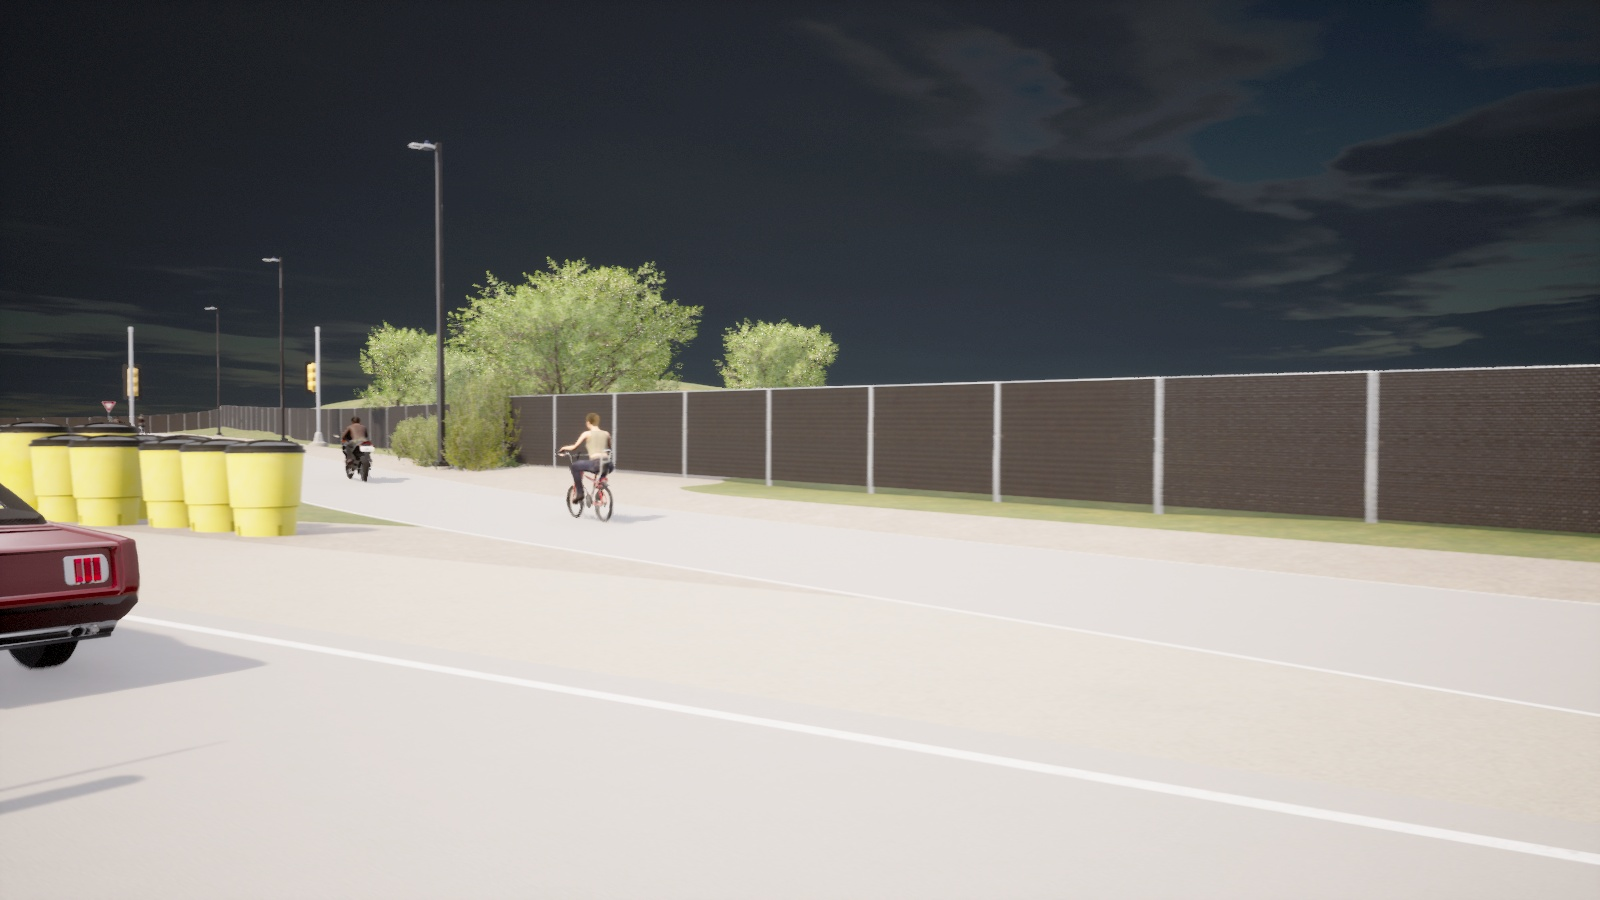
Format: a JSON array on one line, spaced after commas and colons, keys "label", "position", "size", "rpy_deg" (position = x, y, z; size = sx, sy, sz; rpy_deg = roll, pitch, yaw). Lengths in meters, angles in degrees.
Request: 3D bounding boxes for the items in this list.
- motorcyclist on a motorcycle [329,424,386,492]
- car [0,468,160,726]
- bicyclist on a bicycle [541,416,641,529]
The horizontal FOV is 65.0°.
[{"label": "motorcyclist on a motorcycle", "position": [-10.386, 0.157, 29.451], "size": [0.797, 1.523, 2.044], "rpy_deg": [-2, 2, -33]}, {"label": "car", "position": [-6.173, 0.785, 7.727], "size": [4.718, 1.301, 1.895], "rpy_deg": [0, 1, 34]}, {"label": "bicyclist on a bicycle", "position": [-3.136, 0.307, 18.762], "size": [0.866, 1.612, 1.509], "rpy_deg": [-2, 1, -36]}]
